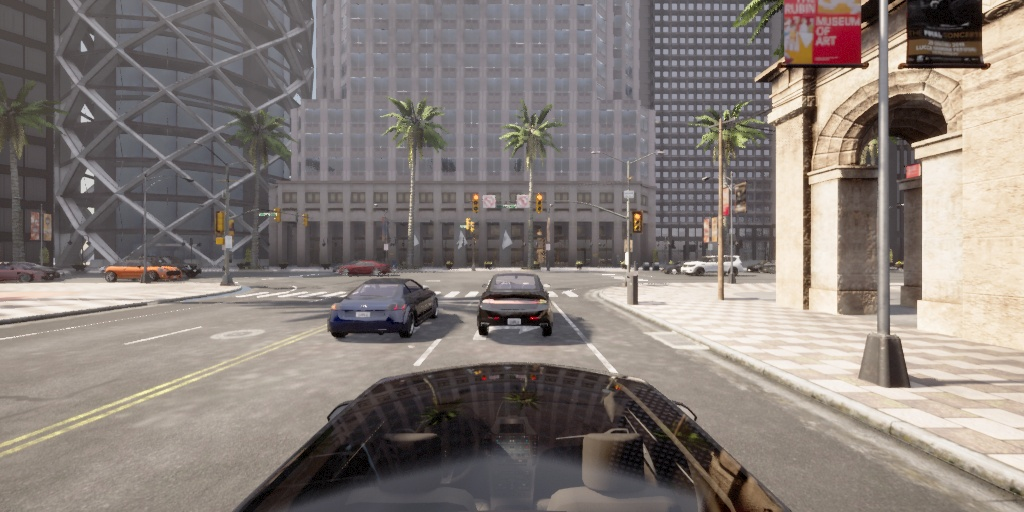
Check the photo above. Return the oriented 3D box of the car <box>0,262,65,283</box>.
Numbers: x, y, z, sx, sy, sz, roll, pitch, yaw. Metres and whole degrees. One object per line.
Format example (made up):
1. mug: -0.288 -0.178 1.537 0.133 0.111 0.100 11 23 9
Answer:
1. car: -37.651 1.317 27.184 4.181 1.385 1.994 0 0 -19

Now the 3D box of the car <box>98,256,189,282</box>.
1. car: -29.127 1.105 28.468 4.553 1.767 2.097 0 0 -3

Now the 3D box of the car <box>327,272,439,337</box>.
1. car: -3.419 1.315 10.260 1.994 1.385 4.181 0 0 0

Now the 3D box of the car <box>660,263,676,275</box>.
1. car: 18.856 1.259 39.336 4.892 1.490 1.837 0 0 0

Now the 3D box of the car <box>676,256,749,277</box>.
1. car: 19.977 0.976 35.833 5.566 2.045 2.150 0 0 0

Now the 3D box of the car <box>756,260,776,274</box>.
1. car: 29.764 1.318 39.294 4.181 1.385 1.994 0 0 0

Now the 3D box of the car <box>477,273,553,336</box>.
1. car: 0.118 1.242 10.391 2.128 1.511 4.902 0 0 2

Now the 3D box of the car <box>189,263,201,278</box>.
1. car: -31.167 0.975 31.963 5.566 2.045 2.150 0 0 -3

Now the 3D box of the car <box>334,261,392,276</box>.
1. car: -14.675 1.231 35.939 5.008 1.535 1.882 0 0 0

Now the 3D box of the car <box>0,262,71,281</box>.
1. car: -40.837 1.244 29.756 4.902 1.511 2.128 0 0 -22
